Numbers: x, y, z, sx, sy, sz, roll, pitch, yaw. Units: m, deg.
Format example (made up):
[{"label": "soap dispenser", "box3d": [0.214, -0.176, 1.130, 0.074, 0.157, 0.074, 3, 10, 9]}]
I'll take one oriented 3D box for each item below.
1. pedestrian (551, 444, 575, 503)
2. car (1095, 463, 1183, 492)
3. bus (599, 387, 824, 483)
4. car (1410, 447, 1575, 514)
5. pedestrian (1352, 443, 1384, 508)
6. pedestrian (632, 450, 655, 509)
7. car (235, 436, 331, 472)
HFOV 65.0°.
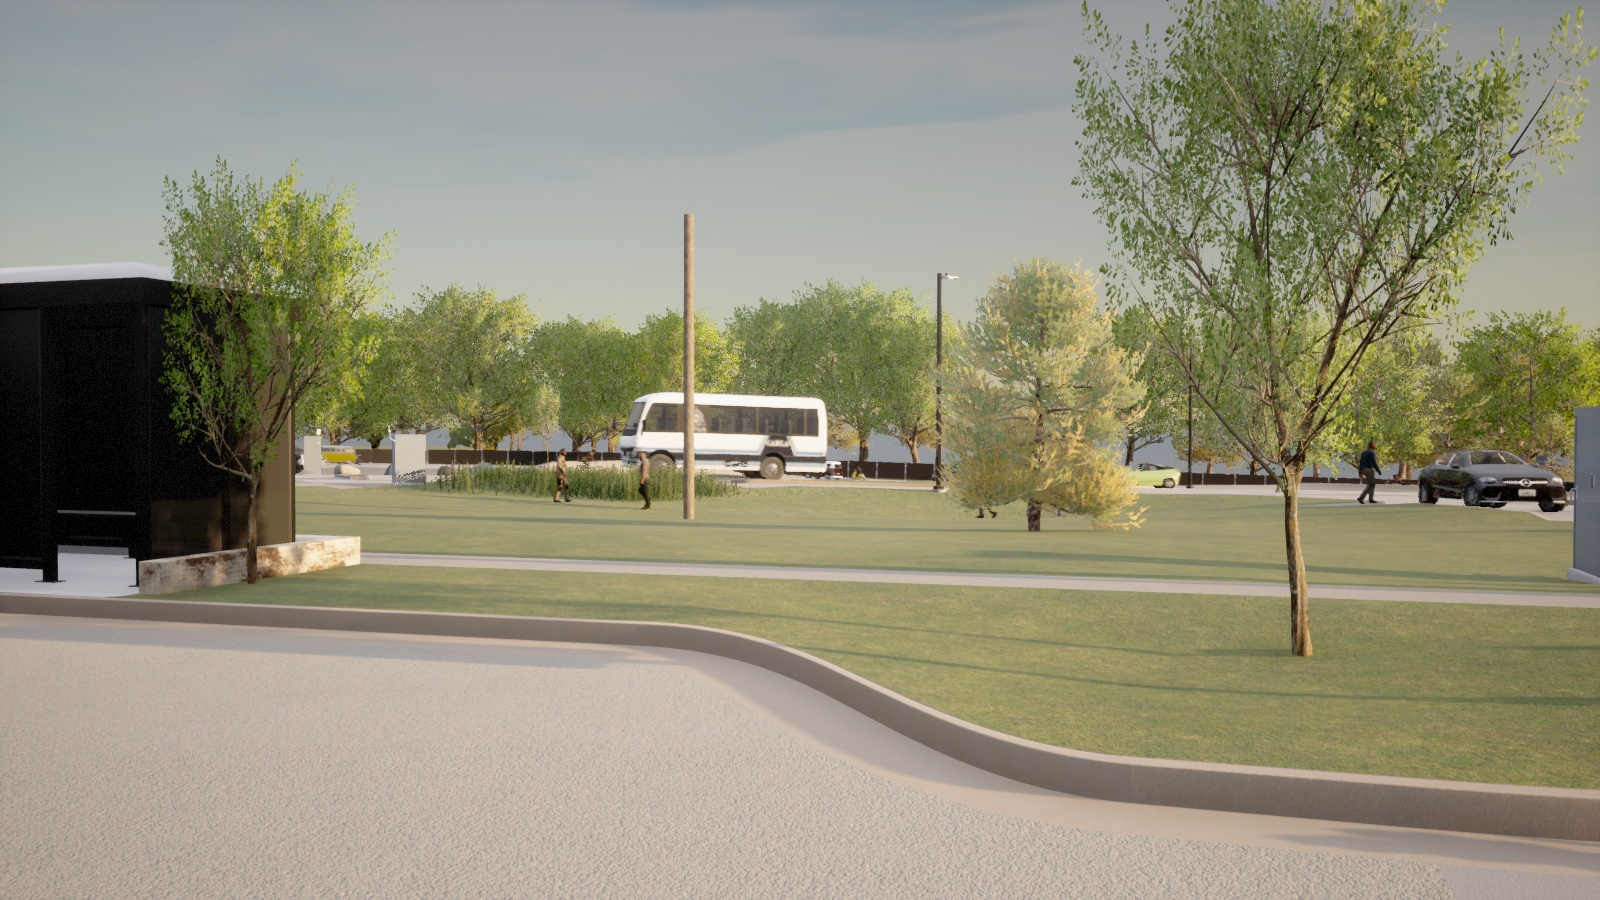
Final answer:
[{"label": "pedestrian", "box3d": [-7.853, 0.778, 41.566, 0.692, 1.930, 0.396, 1, 1, 9]}, {"label": "car", "box3d": [19.684, 1.599, 72.986, 4.514, 1.525, 2.007, 2, -1, -6]}, {"label": "bus", "box3d": [-4.378, -0.676, 62.170, 10.273, 4.253, 3.944, 2, 0, -20]}, {"label": "car", "box3d": [18.520, 0.793, 33.907, 2.152, 1.651, 5.027, 0, -1, 7]}, {"label": "pedestrian", "box3d": [16.209, 0.725, 35.814, 0.726, 1.835, 0.370, 0, 1, -10]}, {"label": "pedestrian", "box3d": [-4.975, 0.930, 39.920, 0.634, 1.846, 0.331, 1, 1, 15]}, {"label": "car", "box3d": [-28.019, 0.213, 68.087, 4.605, 1.855, 1.932, 0, -1, 18]}]
